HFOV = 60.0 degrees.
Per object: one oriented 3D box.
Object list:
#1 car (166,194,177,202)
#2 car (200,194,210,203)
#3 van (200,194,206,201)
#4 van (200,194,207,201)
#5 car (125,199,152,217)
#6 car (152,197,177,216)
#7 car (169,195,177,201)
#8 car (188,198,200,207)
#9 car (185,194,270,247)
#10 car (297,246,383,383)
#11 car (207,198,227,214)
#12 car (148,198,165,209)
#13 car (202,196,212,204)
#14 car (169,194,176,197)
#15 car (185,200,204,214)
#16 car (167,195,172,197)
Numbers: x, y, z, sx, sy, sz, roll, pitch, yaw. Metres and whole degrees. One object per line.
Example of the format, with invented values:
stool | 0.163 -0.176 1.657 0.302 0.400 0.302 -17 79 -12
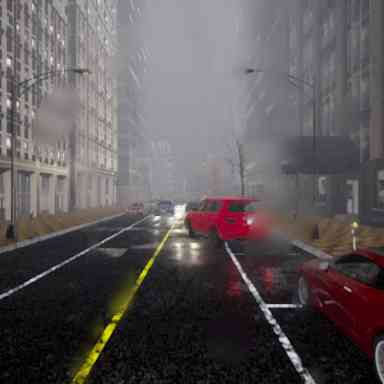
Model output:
car | -4.940 1.422 81.346 2.192 1.841 5.009 0 0 0
car | 2.919 1.416 75.761 2.192 1.841 5.009 0 0 0
van | 2.992 1.458 92.405 1.690 1.788 3.998 0 0 0
van | 2.967 1.453 86.857 1.690 1.788 3.998 0 0 0
car | -5.172 1.629 31.419 1.802 1.307 4.206 0 0 0
car | -2.694 1.575 33.646 1.812 1.442 4.674 0 0 0
car | -4.914 1.552 86.894 1.967 1.590 4.097 0 0 0
car | 0.353 1.641 55.065 1.994 1.385 4.181 0 0 0
car | 1.398 1.246 15.366 2.150 2.045 5.566 -1 0 -19
car | 3.045 1.533 4.910 1.812 1.442 4.674 0 0 0
car | 2.734 1.494 36.930 1.967 1.590 4.097 0 0 0
car | -5.094 1.634 48.062 1.947 1.339 4.313 0 0 0
car | 2.864 1.614 64.838 1.752 1.417 4.829 0 0 0
car | -4.991 1.640 70.252 1.887 1.381 4.507 0 0 0
car | 0.265 1.618 37.061 1.994 1.385 4.181 0 0 0
car | -5.043 1.664 59.157 1.802 1.307 4.206 0 0 0
